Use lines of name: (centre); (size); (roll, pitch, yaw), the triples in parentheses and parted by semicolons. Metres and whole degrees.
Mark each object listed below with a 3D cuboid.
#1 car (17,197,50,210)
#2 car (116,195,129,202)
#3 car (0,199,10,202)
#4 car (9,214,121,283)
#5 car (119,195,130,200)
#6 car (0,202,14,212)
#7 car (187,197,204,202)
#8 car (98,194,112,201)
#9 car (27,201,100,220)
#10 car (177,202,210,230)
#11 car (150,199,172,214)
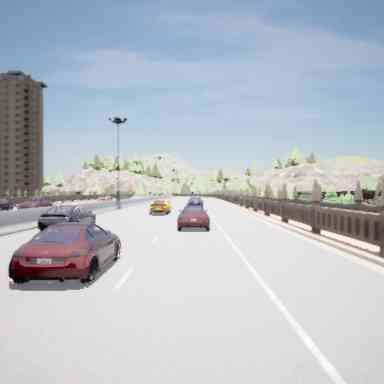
car: (-17.364, 1.355, 36.809); (2.097, 1.767, 4.553); (0, 0, 2)
car: (-16.124, 1.505, 77.462); (1.837, 1.490, 4.892); (0, 0, 2)
car: (-20.904, 1.495, 35.255); (2.128, 1.511, 4.902); (0, 0, 1)
car: (-3.404, 1.565, 9.673); (1.994, 1.385, 4.181); (0, 0, 0)
car: (-13.011, 1.564, 64.277); (1.994, 1.385, 4.181); (0, 0, 2)
car: (-14.086, 1.603, 22.136); (1.895, 1.301, 4.718); (0, 0, 0)
car: (0.480, 1.354, 42.096); (2.097, 1.767, 4.553); (0, 0, 2)
car: (-19.685, 1.358, 75.358); (2.097, 1.767, 4.553); (0, 0, 2)
car: (-6.904, 1.493, 18.772); (2.128, 1.511, 4.902); (0, 0, 0)
car: (0.103, 1.565, 21.126); (1.994, 1.385, 4.181); (0, 0, 0)
car: (-3.215, 1.479, 34.718); (1.882, 1.535, 5.008); (0, 0, 1)
